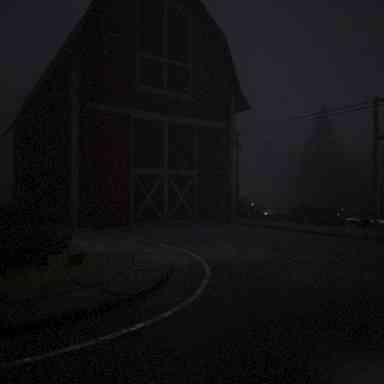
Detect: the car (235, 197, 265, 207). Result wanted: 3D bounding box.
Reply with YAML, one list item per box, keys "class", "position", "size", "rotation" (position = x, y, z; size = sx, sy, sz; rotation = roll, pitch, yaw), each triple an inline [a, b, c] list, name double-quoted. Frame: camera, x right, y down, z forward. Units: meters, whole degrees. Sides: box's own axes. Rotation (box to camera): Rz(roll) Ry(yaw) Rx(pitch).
- class: "car"
  position: [6.142, 1.379, 37.624]
  size: [2.097, 1.767, 4.553]
  rotation: [0, 0, -34]

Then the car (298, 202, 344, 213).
- class: "car"
  position: [11.246, 1.628, 30.182]
  size: [1.895, 1.301, 4.718]
  rotation: [0, 0, -34]

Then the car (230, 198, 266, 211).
- class: "car"
  position: [7.137, 1.552, 42.713]
  size: [1.812, 1.442, 4.674]
  rotation: [0, 0, -34]
